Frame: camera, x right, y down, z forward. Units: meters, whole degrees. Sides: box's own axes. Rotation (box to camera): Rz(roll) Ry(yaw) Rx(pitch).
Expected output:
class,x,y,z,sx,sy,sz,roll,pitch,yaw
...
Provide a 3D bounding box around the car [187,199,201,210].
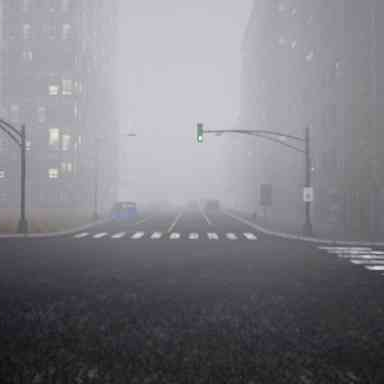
class,x,y,z,sx,sy,sz,roll,pitch,yaw
car,0.083,2.251,55.550,1.812,1.442,4.674,0,-1,0

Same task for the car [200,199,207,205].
class,x,y,z,sx,sy,sz,roll,pitch,yaw
car,2.978,2.663,87.603,1.837,1.490,4.892,0,-1,0

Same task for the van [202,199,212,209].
class,x,y,z,sx,sy,sz,roll,pitch,yaw
van,2.673,2.143,61.342,1.690,1.788,3.998,0,-1,0

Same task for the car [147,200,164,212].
class,x,y,z,sx,sy,sz,roll,pitch,yaw
car,-5.704,2.178,50.065,1.752,1.417,4.829,0,-1,0

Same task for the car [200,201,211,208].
class,x,y,z,sx,sy,sz,roll,pitch,yaw
car,2.672,2.427,66.889,2.008,1.369,4.403,0,-1,0

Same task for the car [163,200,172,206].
class,x,y,z,sx,sy,sz,roll,pitch,yaw
car,-5.711,2.578,77.987,2.008,1.369,4.403,0,-1,0

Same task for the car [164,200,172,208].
class,x,y,z,sx,sy,sz,roll,pitch,yaw
car,-5.709,2.317,66.887,1.967,1.590,4.097,0,-1,0

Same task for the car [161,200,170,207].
class,x,y,z,sx,sy,sz,roll,pitch,yaw
car,-5.710,2.475,72.266,1.752,1.417,4.829,0,-1,0

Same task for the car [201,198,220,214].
class,x,y,z,sx,sy,sz,roll,pitch,yaw
car,2.677,1.896,44.691,2.192,1.841,5.009,0,-1,0

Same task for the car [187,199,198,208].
class,x,y,z,sx,sy,sz,roll,pitch,yaw
car,0.082,2.238,67.564,2.097,1.767,4.553,0,-1,0

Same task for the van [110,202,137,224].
class,x,y,z,sx,sy,sz,roll,pitch,yaw
van,-5.698,1.703,28.035,1.690,1.788,3.998,0,-1,0

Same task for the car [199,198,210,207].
class,x,y,z,sx,sy,sz,roll,pitch,yaw
car,2.670,2.266,72.442,2.192,1.841,5.009,0,-1,0
